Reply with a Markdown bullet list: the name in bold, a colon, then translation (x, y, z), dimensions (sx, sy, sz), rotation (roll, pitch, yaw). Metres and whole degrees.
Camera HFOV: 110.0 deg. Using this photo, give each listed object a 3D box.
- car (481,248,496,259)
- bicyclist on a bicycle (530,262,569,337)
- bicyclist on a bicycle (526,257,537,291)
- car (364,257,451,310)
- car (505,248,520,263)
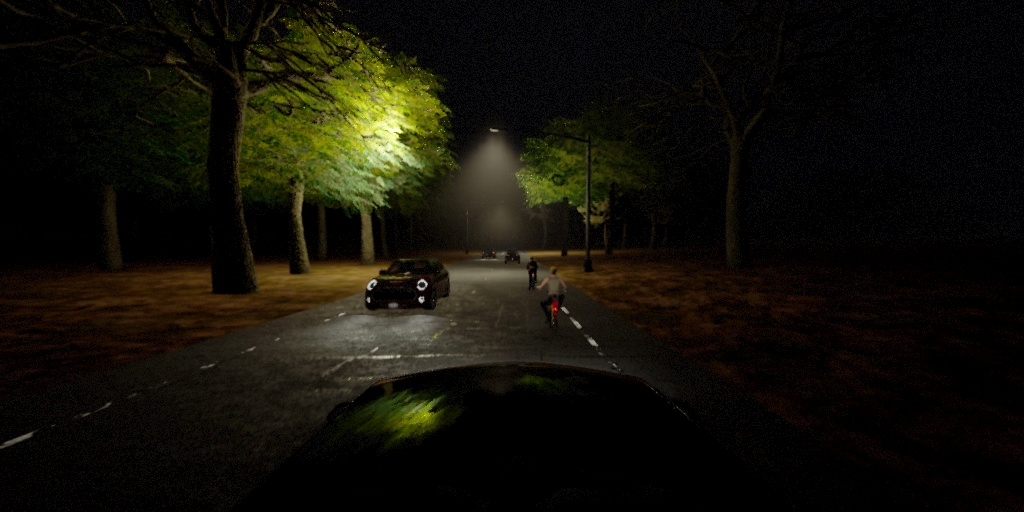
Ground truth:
- **car**: translation (-3.571, -0.489, 56.066), dimensions (2.097, 1.767, 4.553), rotation (0, 2, 0)
- **bicyclist on a bicycle**: translation (0.985, 1.041, 8.716), dimensions (0.866, 1.612, 1.509), rotation (0, 1, 0)
- **bicyclist on a bicycle**: translation (0.958, 0.857, 16.815), dimensions (0.582, 1.620, 1.656), rotation (0, 1, 0)
- **car**: translation (-3.599, 0.850, 13.107), dimensions (2.097, 1.767, 4.553), rotation (0, 1, 0)
- **car**: translation (0.066, 0.043, 44.773), dimensions (2.128, 1.511, 4.902), rotation (0, 2, 0)
